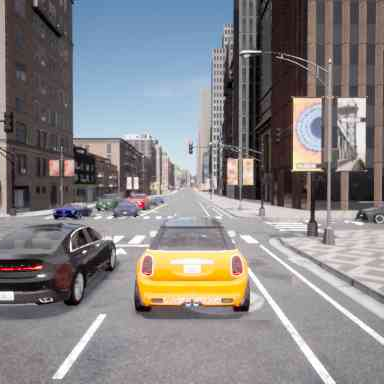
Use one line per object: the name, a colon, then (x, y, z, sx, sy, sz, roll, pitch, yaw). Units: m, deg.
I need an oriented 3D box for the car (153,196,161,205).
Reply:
car: (-6.601, 1.591, 53.637, 1.994, 1.385, 4.181, 0, 0, 0)

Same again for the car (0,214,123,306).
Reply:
car: (-3.155, 1.504, 8.023, 1.837, 1.490, 4.892, 0, 0, 0)

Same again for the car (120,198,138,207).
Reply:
car: (-9.843, 1.591, 52.401, 1.994, 1.385, 4.181, 0, 0, 0)

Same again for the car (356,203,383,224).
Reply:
car: (13.982, 1.470, 23.550, 4.181, 1.385, 1.994, 0, 1, 0)

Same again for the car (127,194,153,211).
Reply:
car: (-6.612, 1.243, 41.187, 2.150, 2.045, 5.566, 0, 0, 0)

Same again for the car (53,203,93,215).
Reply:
car: (-9.854, 1.609, 27.734, 1.895, 1.301, 4.718, 0, 0, 0)

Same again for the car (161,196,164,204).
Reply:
car: (-6.545, 1.508, 65.677, 1.882, 1.535, 5.008, 0, 0, 1)

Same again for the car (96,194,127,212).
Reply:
car: (-9.861, 1.243, 40.185, 2.150, 2.045, 5.566, 0, 0, 0)

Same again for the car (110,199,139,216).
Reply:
car: (-5.964, 1.575, 29.811, 1.994, 1.385, 4.181, 0, 0, -10)

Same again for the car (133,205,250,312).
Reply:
car: (0.009, 1.351, 7.878, 2.097, 1.767, 4.553, 0, 0, 0)
